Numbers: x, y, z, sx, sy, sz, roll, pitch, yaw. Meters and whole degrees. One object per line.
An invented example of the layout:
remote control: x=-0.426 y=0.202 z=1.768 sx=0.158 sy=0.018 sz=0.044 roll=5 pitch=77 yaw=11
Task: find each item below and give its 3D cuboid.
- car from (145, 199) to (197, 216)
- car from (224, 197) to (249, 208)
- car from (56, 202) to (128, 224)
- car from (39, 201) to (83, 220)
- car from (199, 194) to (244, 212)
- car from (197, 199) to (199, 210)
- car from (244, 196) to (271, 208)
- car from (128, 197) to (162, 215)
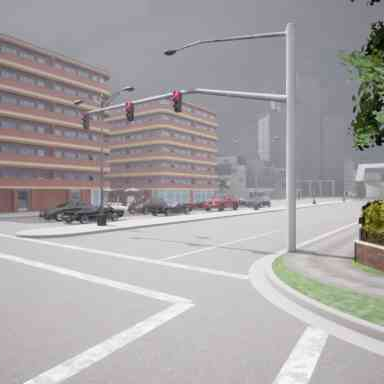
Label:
car: x=-1.952 y=1.599 z=32.299 sx=1.895 sy=1.301 sz=4.718 roll=0 pitch=0 yaw=36
car: x=6.746 y=1.526 z=50.123 sx=1.812 sy=1.442 sz=4.674 roll=0 pitch=0 yaw=36
car: x=-7.364 y=1.601 z=24.903 sx=1.895 sy=1.301 sz=4.718 roll=0 pitch=0 yaw=33
car: x=-9.967 y=1.505 z=27.238 sx=1.837 sy=1.490 sz=4.892 roll=0 pitch=0 yaw=36
car: x=3.625 y=1.221 z=39.942 sx=2.150 sy=2.045 sz=5.566 roll=0 pitch=0 yaw=36
car: x=0.693 y=1.601 z=41.864 sx=1.895 sy=1.301 sz=4.718 roll=0 pitch=0 yaw=36
car: x=9.680 y=1.352 z=48.206 sx=2.097 sy=1.767 sz=4.553 roll=0 pitch=0 yaw=36
car: x=-4.562 y=1.352 z=34.649 sx=2.097 sy=1.767 sz=4.553 roll=0 pitch=0 yaw=35
